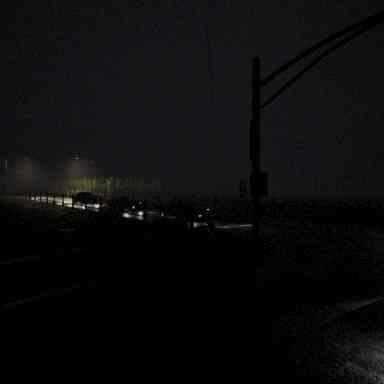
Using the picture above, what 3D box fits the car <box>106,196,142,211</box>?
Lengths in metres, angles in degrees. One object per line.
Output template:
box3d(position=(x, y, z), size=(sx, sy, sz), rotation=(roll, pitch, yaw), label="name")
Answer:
box3d(position=(-6.639, 1.062, 32.333), size=(1.895, 1.301, 4.718), rotation=(0, 1, -36), label="car")

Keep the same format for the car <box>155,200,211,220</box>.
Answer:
box3d(position=(-0.730, 1.245, 24.059), size=(1.895, 1.301, 4.718), rotation=(0, 1, -36), label="car")

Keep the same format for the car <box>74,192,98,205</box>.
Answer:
box3d(position=(-13.351, 0.759, 41.747), size=(1.837, 1.490, 4.892), rotation=(0, 1, -35), label="car")
